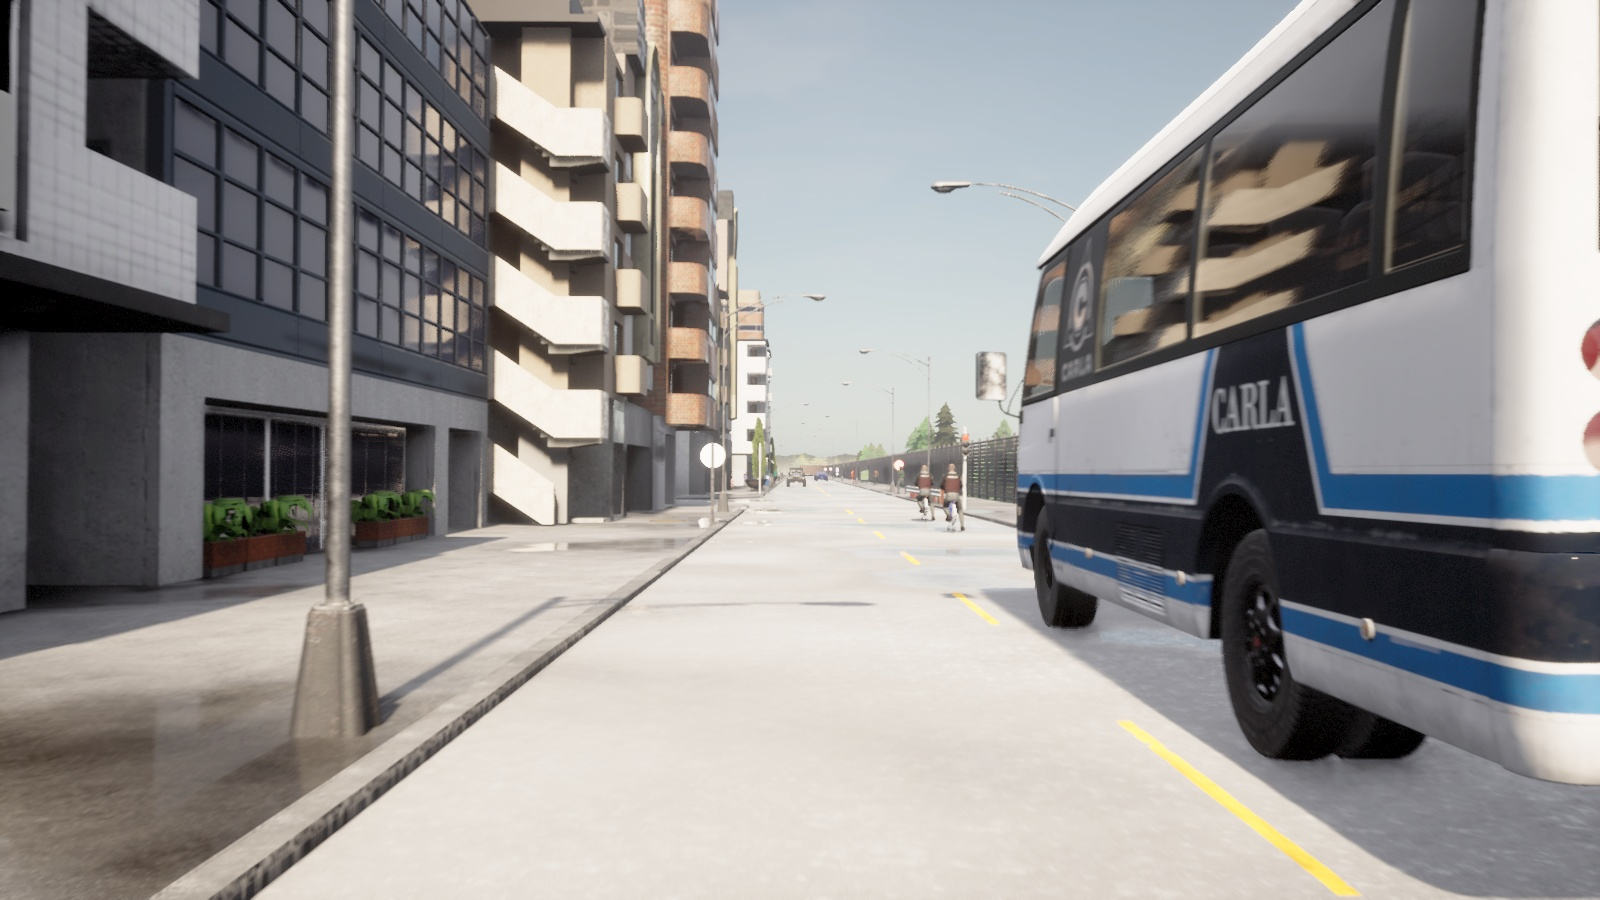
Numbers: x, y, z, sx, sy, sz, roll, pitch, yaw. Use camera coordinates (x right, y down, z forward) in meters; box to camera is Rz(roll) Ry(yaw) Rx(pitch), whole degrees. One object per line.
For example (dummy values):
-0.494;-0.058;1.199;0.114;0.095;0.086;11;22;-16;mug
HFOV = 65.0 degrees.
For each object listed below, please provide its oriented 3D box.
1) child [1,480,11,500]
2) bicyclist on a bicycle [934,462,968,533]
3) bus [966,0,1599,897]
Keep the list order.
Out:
-45.074;2.270;71.273;0.394;1.110;0.255;0;-1;-1;child
3.913;1.215;32.600;0.659;1.776;1.843;0;-1;0;bicyclist on a bicycle
3.969;-0.415;9.731;3.944;4.253;10.273;0;-1;0;bus
